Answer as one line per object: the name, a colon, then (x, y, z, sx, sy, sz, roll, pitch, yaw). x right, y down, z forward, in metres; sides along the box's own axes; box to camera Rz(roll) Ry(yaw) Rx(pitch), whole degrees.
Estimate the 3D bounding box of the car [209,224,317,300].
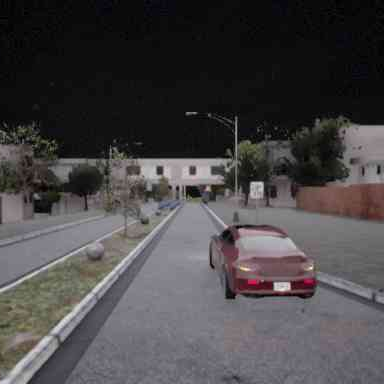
car: (1.510, 1.528, 8.295, 1.812, 1.442, 4.674, 0, 0, -3)
